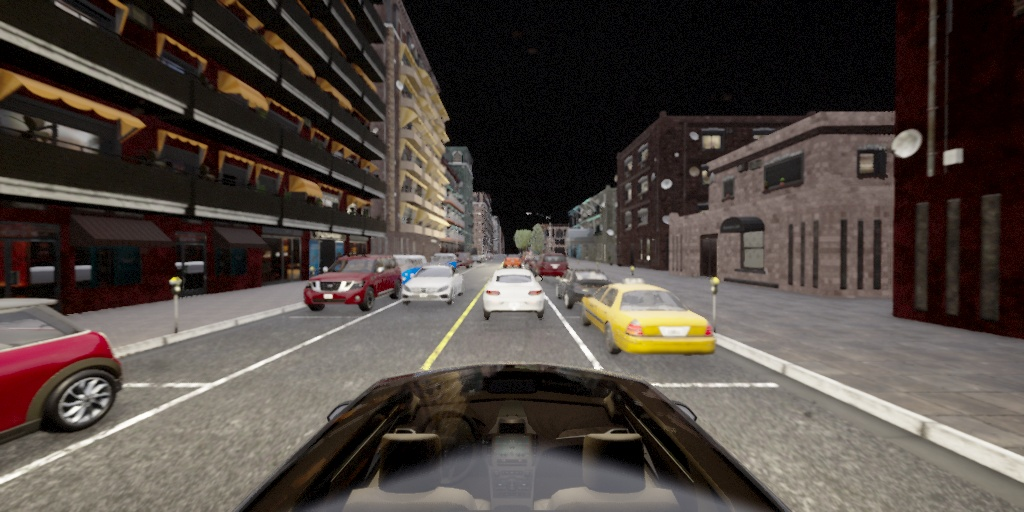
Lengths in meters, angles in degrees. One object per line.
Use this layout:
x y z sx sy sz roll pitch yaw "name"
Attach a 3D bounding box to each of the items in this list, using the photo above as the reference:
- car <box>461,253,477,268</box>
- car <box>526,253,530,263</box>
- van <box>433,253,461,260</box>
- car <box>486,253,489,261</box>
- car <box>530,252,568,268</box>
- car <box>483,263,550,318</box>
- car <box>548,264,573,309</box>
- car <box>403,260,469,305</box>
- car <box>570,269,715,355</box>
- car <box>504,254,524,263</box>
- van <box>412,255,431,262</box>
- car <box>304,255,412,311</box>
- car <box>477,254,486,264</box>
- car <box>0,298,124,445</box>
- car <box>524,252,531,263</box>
-5.701 0.519 41.324 2.192 1.841 5.009 0 0 0 "car"
2.681 0.717 35.788 1.967 1.591 4.097 0 0 0 "car"
-5.699 0.692 30.247 1.690 1.789 3.998 0 0 0 "van"
-5.707 0.465 63.480 2.007 1.370 4.403 0 0 0 "car"
2.684 0.741 24.710 2.192 1.841 5.009 0 0 0 "car"
0.039 1.128 12.040 1.812 1.442 4.674 0 1 -1 "car"
2.686 1.131 13.634 2.007 1.370 4.403 0 0 0 "car"
-3.103 1.088 14.871 1.812 1.442 4.674 0 1 0 "car"
2.688 1.184 8.265 1.751 1.417 4.829 0 0 0 "car"
0.088 0.513 44.594 2.097 1.767 4.553 0 1 0 "car"
-5.695 0.843 19.171 1.690 1.789 3.998 0 0 0 "van"
-5.694 0.895 13.632 2.192 1.841 5.009 0 0 0 "car"
-5.706 0.552 57.942 1.948 1.339 4.313 0 0 0 "car"
-5.691 1.178 2.553 1.967 1.591 4.097 0 0 0 "car"
2.676 0.499 52.405 1.967 1.591 4.097 0 0 0 "car"
